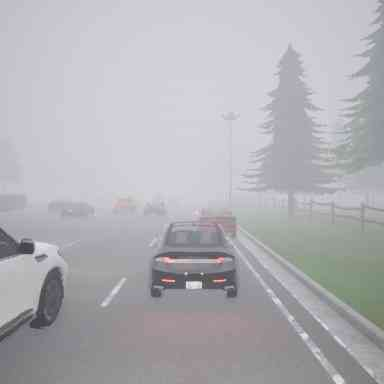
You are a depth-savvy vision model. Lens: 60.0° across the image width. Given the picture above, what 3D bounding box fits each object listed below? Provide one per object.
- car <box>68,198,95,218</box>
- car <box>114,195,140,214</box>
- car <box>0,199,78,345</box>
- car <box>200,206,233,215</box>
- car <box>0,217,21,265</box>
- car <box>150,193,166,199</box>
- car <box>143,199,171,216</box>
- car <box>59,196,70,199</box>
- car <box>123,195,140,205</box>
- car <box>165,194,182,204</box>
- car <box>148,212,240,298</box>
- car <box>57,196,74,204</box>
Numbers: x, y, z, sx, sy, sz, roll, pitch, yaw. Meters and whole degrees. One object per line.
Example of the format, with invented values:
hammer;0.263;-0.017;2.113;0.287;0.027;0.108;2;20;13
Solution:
car;-10.395;1.561;30.516;1.994;1.385;4.181;0;0;0
car;-6.894;1.348;35.726;2.097;1.767;4.553;0;0;0
car;-3.398;1.221;3.847;2.150;2.045;5.566;0;0;0
car;1.227;1.476;17.852;1.882;1.535;5.008;0;0;0
car;-6.898;1.563;9.379;1.994;1.385;4.181;0;0;0
car;-6.890;1.216;69.970;2.150;2.045;5.566;0;0;0
car;-3.395;1.598;31.786;1.895;1.301;4.718;0;0;0
car;-14.784;1.474;37.897;1.882;1.535;5.008;0;0;-7
car;-10.392;1.346;57.344;2.097;1.767;4.553;0;0;0
car;-3.390;1.542;61.717;2.033;1.411;5.357;0;0;0
car;0.054;1.491;8.510;2.128;1.511;4.902;0;0;0
car;-24.228;1.485;63.395;2.128;1.511;4.902;0;0;-31
